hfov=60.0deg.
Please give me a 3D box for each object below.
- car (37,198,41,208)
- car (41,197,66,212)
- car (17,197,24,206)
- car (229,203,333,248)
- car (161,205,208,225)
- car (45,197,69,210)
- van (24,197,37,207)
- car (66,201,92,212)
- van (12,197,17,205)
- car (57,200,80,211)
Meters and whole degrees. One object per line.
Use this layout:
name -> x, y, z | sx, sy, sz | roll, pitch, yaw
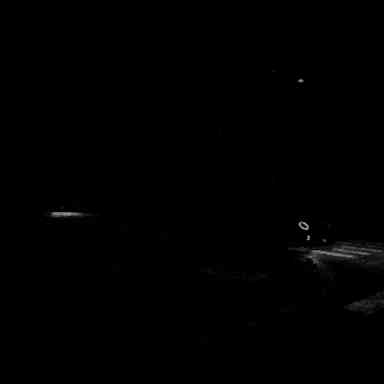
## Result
car -> -24.610, 2.070, 56.711 | 1.802, 1.307, 4.206 | 0, -1, -37
car -> -17.324, 1.774, 42.639 | 2.128, 1.511, 4.902 | 1, -1, -37
car -> -34.881, 1.999, 70.378 | 2.192, 1.841, 5.009 | 0, -1, -37
car -> 3.753, 1.306, 14.592 | 2.097, 1.767, 4.553 | 1, -1, -37
car -> -0.647, 1.635, 24.827 | 2.008, 1.369, 4.403 | 0, -1, -37
car -> -21.189, 1.741, 52.158 | 2.192, 1.841, 5.009 | 0, -1, -37
van -> -31.458, 1.959, 65.822 | 1.690, 1.788, 3.998 | 0, -1, -37
car -> -14.444, 1.831, 43.181 | 1.752, 1.417, 4.829 | 0, -1, -37
van -> -41.727, 2.164, 79.487 | 1.690, 1.788, 3.998 | 0, -1, -37
car -> -17.764, 1.909, 47.601 | 1.887, 1.381, 4.507 | 0, -1, -37
